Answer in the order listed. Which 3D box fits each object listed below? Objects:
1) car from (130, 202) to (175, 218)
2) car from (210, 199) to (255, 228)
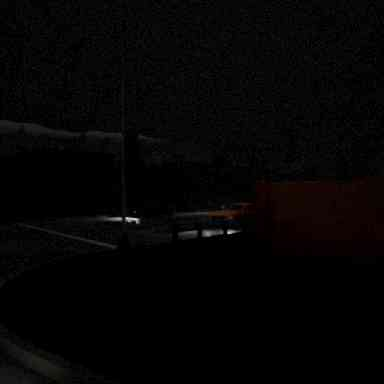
[{"bbox_3d":[-3.539,1.564,30.287,4.181,1.385,1.994,0,0,-45],"label":"car"},{"bbox_3d":[3.292,1.477,22.279,5.008,1.535,1.882,0,0,-45],"label":"car"}]
